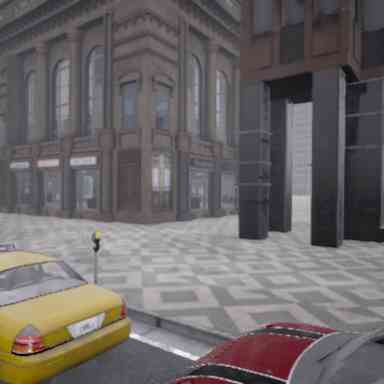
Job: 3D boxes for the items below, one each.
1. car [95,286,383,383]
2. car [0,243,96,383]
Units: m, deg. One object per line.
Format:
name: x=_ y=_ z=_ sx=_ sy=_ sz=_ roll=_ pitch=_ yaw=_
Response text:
car: x=1.608 y=1.443 z=1.812 sx=4.097 sy=1.590 sz=1.967 roll=1 pitch=1 yaw=36
car: x=-3.085 y=1.485 z=5.172 sx=4.829 sy=1.417 sz=1.752 roll=1 pitch=1 yaw=36
